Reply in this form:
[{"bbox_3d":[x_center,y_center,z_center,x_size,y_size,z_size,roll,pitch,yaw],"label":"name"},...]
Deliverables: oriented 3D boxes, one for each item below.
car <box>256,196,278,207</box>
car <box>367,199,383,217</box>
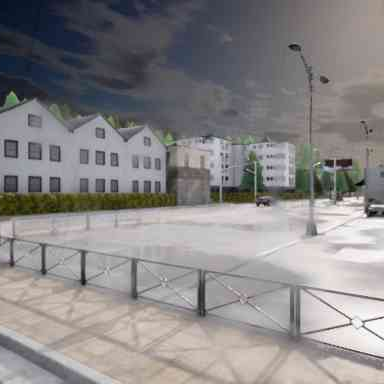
[{"bbox_3d":[10.641,1.302,47.153,1.837,1.490,4.892,0,0,32],"label":"car"},{"bbox_3d":[15.391,1.296,26.833,2.007,1.523,4.514,0,0,35],"label":"car"}]
